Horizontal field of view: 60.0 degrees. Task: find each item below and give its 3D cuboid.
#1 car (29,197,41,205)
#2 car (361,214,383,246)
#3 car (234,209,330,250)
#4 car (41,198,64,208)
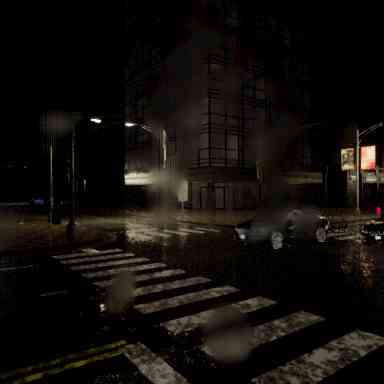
[{"bbox_3d":[-28.697,1.691,61.443,2.033,1.411,5.357,0,0,-36],"label":"car"},{"bbox_3d":[9.054,1.508,14.055,4.892,1.490,1.837,0,0,-35],"label":"car"},{"bbox_3d":[3.980,1.494,14.448,4.902,1.511,2.128,0,0,-35],"label":"car"},{"bbox_3d":[-20.951,1.703,50.258,1.895,1.301,4.718,0,0,-35],"label":"car"}]
